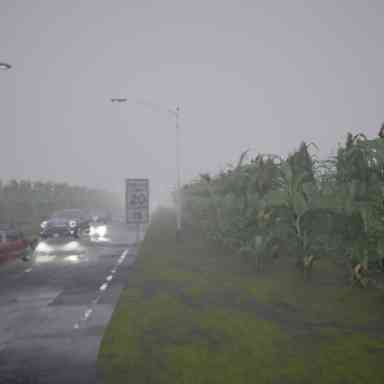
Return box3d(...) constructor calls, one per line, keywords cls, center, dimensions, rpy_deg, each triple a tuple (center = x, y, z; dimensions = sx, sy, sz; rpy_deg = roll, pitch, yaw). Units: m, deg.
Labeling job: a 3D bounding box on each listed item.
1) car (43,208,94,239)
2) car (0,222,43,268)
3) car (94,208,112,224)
box3d(cls="car", center=(-7.734, 1.857, 20.617), dimensions=(2.097, 1.767, 4.553), rpy_deg=(0, -1, -6))
box3d(cls="car", center=(-6.758, 1.875, 10.807), dimensions=(1.895, 1.301, 4.718), rpy_deg=(0, -1, -6))
box3d(cls="car", center=(-8.858, 2.261, 31.958), dimensions=(2.128, 1.511, 4.902), rpy_deg=(0, -1, -6))
